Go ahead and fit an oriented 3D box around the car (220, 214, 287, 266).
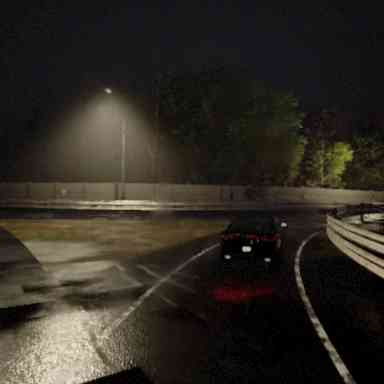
[{"bbox_3d":[2.327,1.534,12.063,1.882,1.535,5.008,0,0,17],"label":"car"}]
